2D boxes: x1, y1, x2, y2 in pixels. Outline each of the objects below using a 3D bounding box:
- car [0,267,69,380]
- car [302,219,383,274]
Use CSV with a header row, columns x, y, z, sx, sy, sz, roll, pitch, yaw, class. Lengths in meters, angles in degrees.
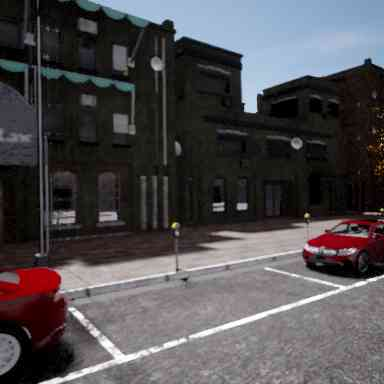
x,y,z,sx,sy,sz,roll,pitch,yaw,class
-3.826,1.554,3.830,4.507,1.381,1.887,0,0,-36,car
5.200,1.529,10.284,4.206,1.307,1.802,0,0,-36,car
